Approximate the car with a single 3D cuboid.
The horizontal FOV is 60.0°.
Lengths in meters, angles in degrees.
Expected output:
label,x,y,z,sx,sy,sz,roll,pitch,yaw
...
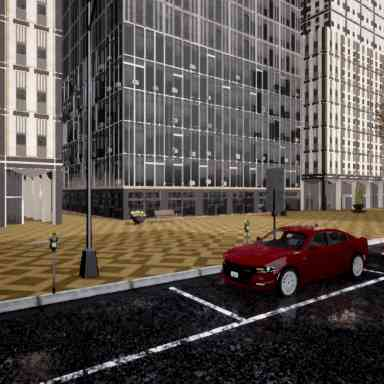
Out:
label,x,y,z,sx,sy,sz,roll,pitch,yaw
car,2.751,1.545,8.528,4.507,1.381,1.887,0,0,-36
